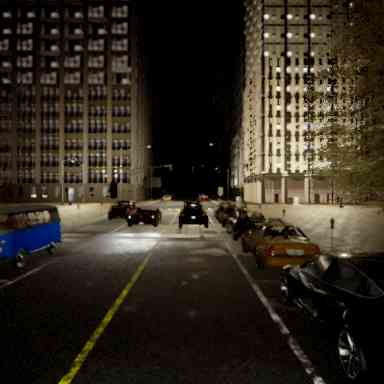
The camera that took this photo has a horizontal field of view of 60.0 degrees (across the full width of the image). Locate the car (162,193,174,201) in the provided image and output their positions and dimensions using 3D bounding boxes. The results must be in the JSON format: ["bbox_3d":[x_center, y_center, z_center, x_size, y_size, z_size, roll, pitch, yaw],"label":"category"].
[{"bbox_3d":[-5.800,1.360,77.089,1.967,1.590,4.097,0,0,0],"label":"car"}]

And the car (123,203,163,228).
[{"bbox_3d":[-3.076,1.598,22.428,1.895,1.301,4.718,0,0,0],"label":"car"}]

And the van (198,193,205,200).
[{"bbox_3d":[2.672,1.214,94.143,1.690,1.788,3.998,0,0,0],"label":"van"}]

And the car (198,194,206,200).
[{"bbox_3d":[2.673,1.329,88.458,1.967,1.590,4.097,0,0,0],"label":"car"}]

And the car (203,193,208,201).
[{"bbox_3d":[2.771,1.360,77.090,1.967,1.590,4.097,0,0,0],"label":"car"}]

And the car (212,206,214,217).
[{"bbox_3d":[2.686,1.544,27.830,2.008,1.369,4.403,0,0,0],"label":"car"}]

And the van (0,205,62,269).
[{"bbox_3d":[-5.691,1.342,10.821,1.690,1.788,3.998,0,0,0],"label":"van"}]

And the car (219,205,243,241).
[{"bbox_3d":[2.688,1.550,16.491,2.008,1.369,4.403,0,0,0],"label":"car"}]

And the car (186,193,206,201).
[{"bbox_3d":[0.091,1.339,36.117,2.097,1.767,4.553,0,0,0],"label":"car"}]

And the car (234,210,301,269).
[{"bbox_3d":[2.689,1.527,10.994,1.752,1.417,4.829,0,0,0],"label":"car"}]

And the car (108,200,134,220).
[{"bbox_3d":[-5.694,1.433,27.827,1.967,1.590,4.097,0,0,0],"label":"car"}]

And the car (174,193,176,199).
[{"bbox_3d":[-5.735,1.220,82.775,2.192,1.841,5.009,0,0,0],"label":"car"}]

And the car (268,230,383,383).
[{"bbox_3d":[2.690,1.567,5.155,1.947,1.339,4.313,0,0,0],"label":"car"}]

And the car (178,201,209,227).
[{"bbox_3d":[0.094,1.560,22.725,1.994,1.385,4.181,0,0,0],"label":"car"}]

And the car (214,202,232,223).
[{"bbox_3d":[2.687,1.522,22.332,1.752,1.417,4.829,0,0,0],"label":"car"}]
